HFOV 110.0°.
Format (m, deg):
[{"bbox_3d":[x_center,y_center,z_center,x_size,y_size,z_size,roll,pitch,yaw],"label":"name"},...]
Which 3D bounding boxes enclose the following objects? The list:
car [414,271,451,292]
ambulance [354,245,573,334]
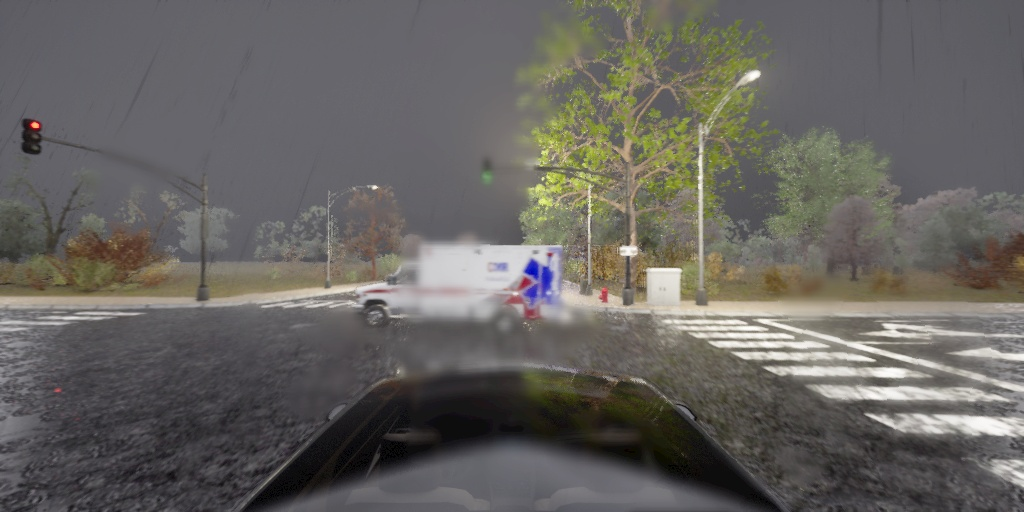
[{"bbox_3d":[-6.203,1.940,28.469,1.812,1.442,4.674,0,-2,2],"label":"car"},{"bbox_3d":[-1.433,0.952,11.011,6.366,2.431,2.351,0,-2,5],"label":"ambulance"}]
